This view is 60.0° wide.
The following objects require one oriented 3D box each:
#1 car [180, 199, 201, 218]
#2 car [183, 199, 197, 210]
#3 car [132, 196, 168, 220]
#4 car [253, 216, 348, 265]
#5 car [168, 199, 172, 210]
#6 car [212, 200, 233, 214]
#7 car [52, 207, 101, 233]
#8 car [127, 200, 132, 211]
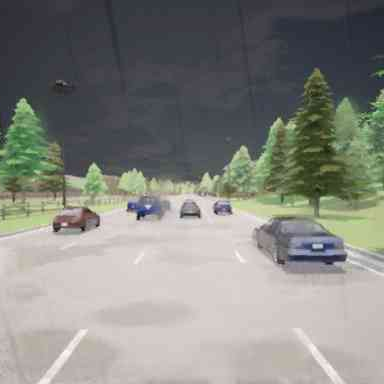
[{"bbox_3d":[-0.147,1.680,31.472,1.994,1.385,4.181,0,0,0],"label":"car"},{"bbox_3d":[-0.316,1.696,46.009,1.812,1.442,4.674,0,0,0],"label":"car"},{"bbox_3d":[-3.632,1.353,29.881,2.150,2.045,5.566,0,0,-1],"label":"car"},{"bbox_3d":[3.503,1.572,11.796,2.033,1.411,5.357,0,0,0],"label":"car"},{"bbox_3d":[-3.813,1.679,45.451,2.128,1.511,4.902,0,0,0],"label":"car"},{"bbox_3d":[3.309,1.642,36.635,1.812,1.442,4.674,0,0,-1],"label":"car"},{"bbox_3d":[-7.057,1.641,20.644,1.812,1.442,4.674,0,0,0],"label":"car"},{"bbox_3d":[-7.250,1.677,43.621,1.882,1.535,5.008,0,0,0],"label":"car"}]
